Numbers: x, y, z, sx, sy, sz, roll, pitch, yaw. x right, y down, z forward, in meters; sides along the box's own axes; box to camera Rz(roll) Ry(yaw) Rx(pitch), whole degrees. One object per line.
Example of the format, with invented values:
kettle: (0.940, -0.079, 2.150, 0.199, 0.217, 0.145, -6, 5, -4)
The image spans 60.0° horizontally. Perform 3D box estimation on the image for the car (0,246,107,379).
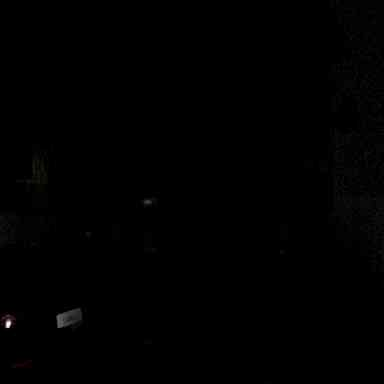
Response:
car: (-3.165, 1.540, 5.218, 4.313, 1.339, 1.947, 0, 0, 36)
